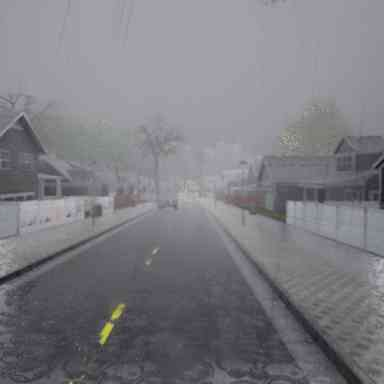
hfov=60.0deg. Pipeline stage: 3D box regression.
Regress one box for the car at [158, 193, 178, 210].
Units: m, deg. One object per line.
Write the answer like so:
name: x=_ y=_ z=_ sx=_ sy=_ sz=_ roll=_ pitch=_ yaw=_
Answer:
car: x=-2.838 y=1.128 z=40.722 sx=2.150 sy=2.045 sz=5.566 roll=0 pitch=0 yaw=0

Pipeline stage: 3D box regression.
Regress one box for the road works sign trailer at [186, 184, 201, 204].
road works sign trailer: x=0.355 y=0.314 z=59.869 sx=2.380 sy=3.560 sz=2.880 roll=0 pitch=0 yaw=-7
